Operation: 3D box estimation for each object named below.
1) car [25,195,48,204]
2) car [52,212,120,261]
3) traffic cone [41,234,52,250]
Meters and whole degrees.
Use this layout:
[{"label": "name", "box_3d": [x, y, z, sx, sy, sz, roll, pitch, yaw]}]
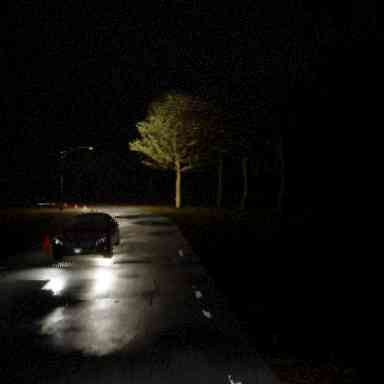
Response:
[{"label": "car", "box_3d": [-27.939, 1.301, 59.767, 4.892, 1.490, 1.837, 0, 1, 31]}, {"label": "car", "box_3d": [-3.777, 1.526, 12.543, 1.812, 1.442, 4.674, 0, 0, -7]}, {"label": "traffic cone", "box_3d": [-5.774, 1.966, 13.234, 0.340, 0.580, 0.340, 0, 0, -6]}]
